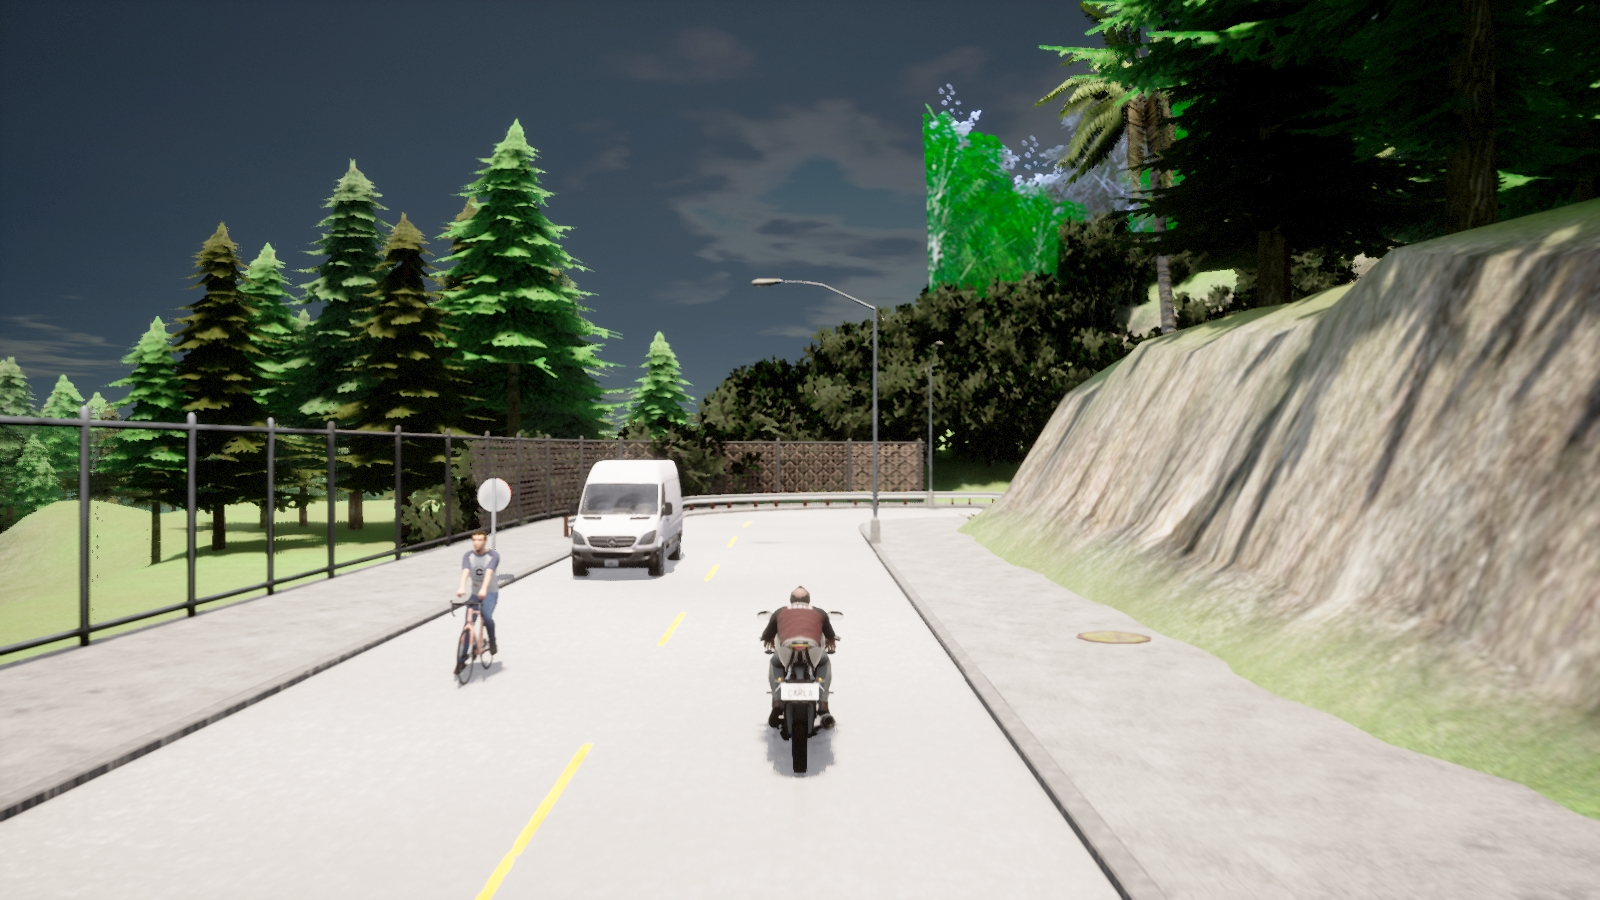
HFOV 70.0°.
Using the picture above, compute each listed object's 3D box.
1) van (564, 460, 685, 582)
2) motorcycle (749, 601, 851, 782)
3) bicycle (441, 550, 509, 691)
[{"bbox_3d":[-4.017,1.533,27.222,1.988,2.561,5.915,0,0,0],"label":"van"},{"bbox_3d":[0.000,2.204,10.828,0.867,1.251,2.209,0,0,0],"label":"motorcycle"},{"bbox_3d":[-3.995,2.055,14.135,0.373,1.496,1.643,0,0,0],"label":"bicycle"}]
